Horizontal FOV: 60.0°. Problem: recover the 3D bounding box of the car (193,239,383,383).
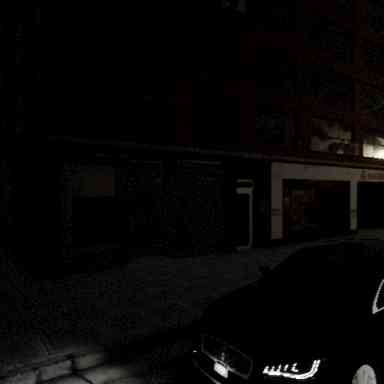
[{"bbox_3d":[2.262,1.498,4.686,4.892,1.490,1.837,0,0,-36],"label":"car"}]
